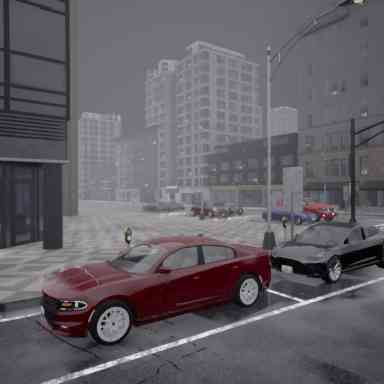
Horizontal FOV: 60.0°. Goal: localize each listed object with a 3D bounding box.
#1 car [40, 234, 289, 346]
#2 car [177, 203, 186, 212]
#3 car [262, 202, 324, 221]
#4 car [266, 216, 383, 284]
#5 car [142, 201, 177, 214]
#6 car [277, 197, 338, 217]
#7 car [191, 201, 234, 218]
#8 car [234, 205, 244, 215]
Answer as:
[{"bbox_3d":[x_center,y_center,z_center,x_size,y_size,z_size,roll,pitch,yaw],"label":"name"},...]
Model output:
[{"bbox_3d":[-0.436,1.544,6.342,4.507,1.381,1.887,0,0,-36],"label":"car"},{"bbox_3d":[-3.023,2.057,47.247,2.033,1.411,5.357,0,0,-35],"label":"car"},{"bbox_3d":[7.653,1.766,26.517,1.812,1.442,4.674,0,-1,-35],"label":"car"},{"bbox_3d":[4.159,1.564,9.619,4.313,1.339,1.947,0,0,-36],"label":"car"},{"bbox_3d":[-4.648,2.052,43.909,2.033,1.411,5.357,0,0,-35],"label":"car"},{"bbox_3d":[9.795,1.457,29.113,2.150,2.045,5.566,0,-1,-35],"label":"car"},{"bbox_3d":[1.814,1.722,34.772,2.097,1.767,4.553,0,-1,-35],"label":"car"},{"bbox_3d":[3.789,1.873,37.599,1.837,1.490,4.892,0,-1,-35],"label":"car"}]
